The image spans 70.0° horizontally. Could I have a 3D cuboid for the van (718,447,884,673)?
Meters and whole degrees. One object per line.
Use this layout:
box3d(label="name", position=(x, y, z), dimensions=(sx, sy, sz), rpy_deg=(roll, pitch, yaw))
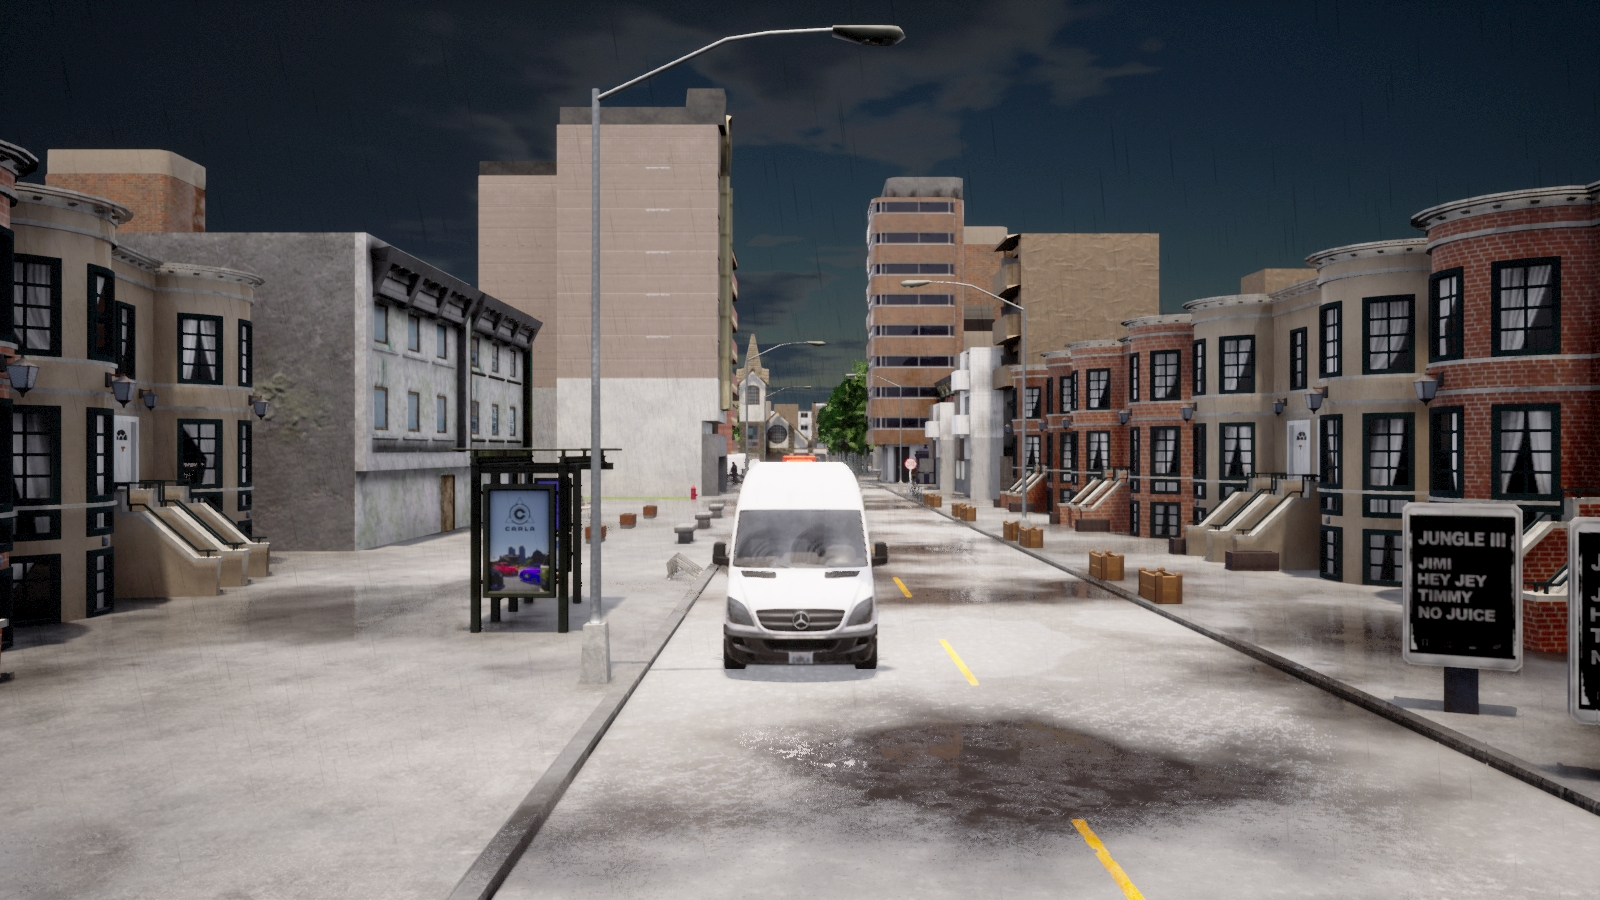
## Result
box3d(label="van", position=(0.008, 1.312, 16.620), dimensions=(1.988, 2.561, 5.915), rpy_deg=(0, 2, 0))
